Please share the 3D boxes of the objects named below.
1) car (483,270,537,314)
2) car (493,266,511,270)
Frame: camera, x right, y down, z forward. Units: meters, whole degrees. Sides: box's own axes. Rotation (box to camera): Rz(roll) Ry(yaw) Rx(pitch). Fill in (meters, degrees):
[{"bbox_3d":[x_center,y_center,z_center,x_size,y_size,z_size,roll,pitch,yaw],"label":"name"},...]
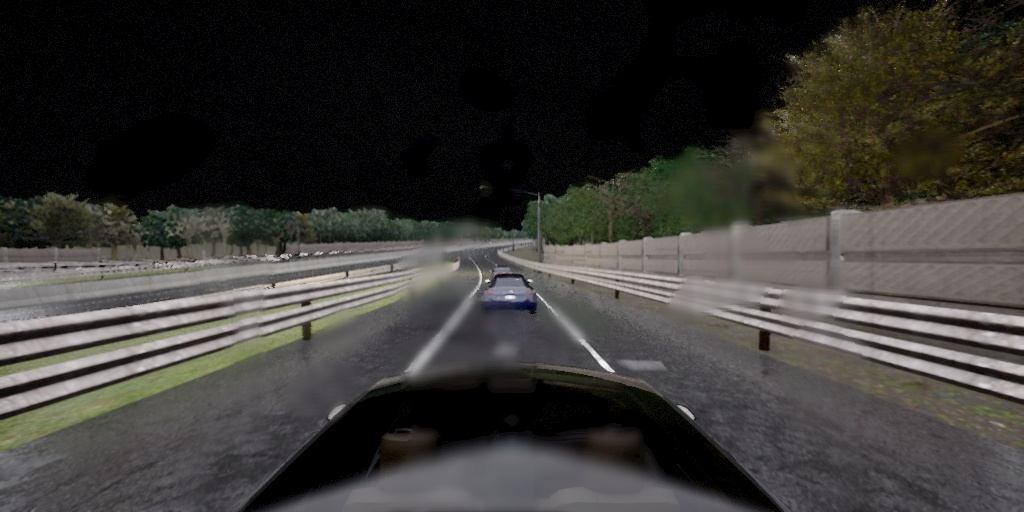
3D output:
[{"bbox_3d":[-0.120,1.422,14.417,1.994,1.385,4.181,0,-1,-1],"label":"car"},{"bbox_3d":[-0.882,1.544,30.504,2.033,1.411,5.357,0,-1,-4],"label":"car"}]
